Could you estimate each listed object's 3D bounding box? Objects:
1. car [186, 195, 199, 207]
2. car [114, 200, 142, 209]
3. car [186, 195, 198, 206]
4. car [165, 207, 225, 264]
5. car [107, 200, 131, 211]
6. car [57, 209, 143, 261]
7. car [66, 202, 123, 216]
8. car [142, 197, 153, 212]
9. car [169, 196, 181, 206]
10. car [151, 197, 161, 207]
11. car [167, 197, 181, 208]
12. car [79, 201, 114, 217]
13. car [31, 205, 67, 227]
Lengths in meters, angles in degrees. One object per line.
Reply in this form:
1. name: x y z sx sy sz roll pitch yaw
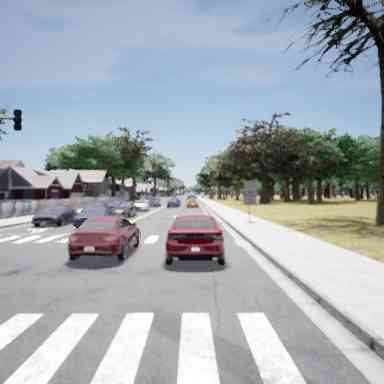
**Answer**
1. car: 0.111 1.770 54.271 1.882 1.535 5.008 0 0 0
2. car: -6.593 1.675 32.633 2.128 1.511 4.902 0 0 0
3. car: 0.016 1.565 64.674 2.150 2.045 5.566 0 0 0
4. car: 0.102 1.548 12.223 1.882 1.535 5.008 0 0 0
5. car: -9.819 1.795 45.195 2.033 1.411 5.357 0 0 0
6. car: -3.147 1.600 12.498 1.812 1.442 4.674 0 0 0
7. car: -6.591 1.679 23.172 2.033 1.411 5.357 0 0 0
8. car: -6.573 1.761 42.688 1.812 1.442 4.674 0 0 0
9. car: -3.234 1.696 64.638 2.097 1.767 4.553 0 0 0
10. car: -6.504 1.656 56.838 2.097 1.767 4.553 0 0 0
11. car: -3.134 1.820 54.671 1.812 1.442 4.674 0 0 0
12. car: -9.840 1.742 34.740 2.033 1.411 5.357 0 0 0
13. car: -9.877 1.686 24.496 2.033 1.411 5.357 0 0 -3
